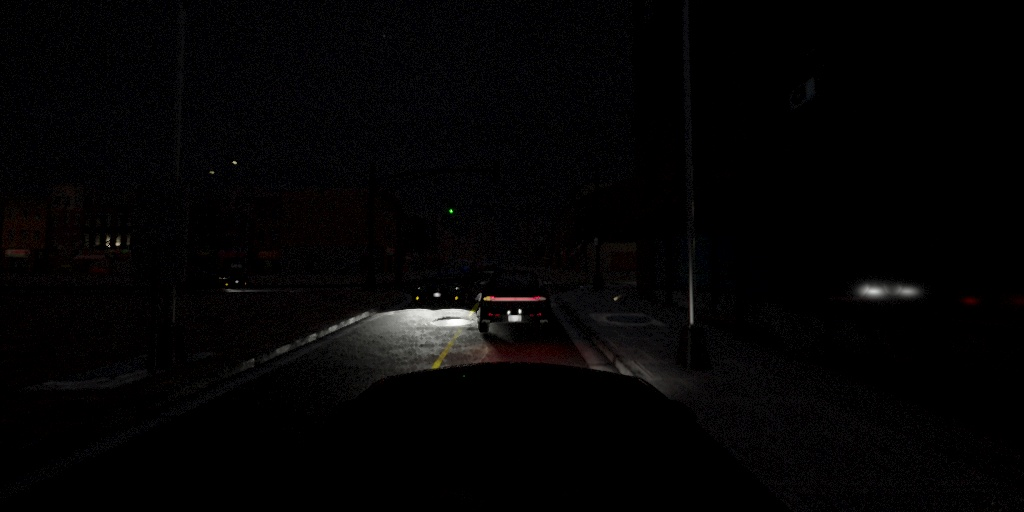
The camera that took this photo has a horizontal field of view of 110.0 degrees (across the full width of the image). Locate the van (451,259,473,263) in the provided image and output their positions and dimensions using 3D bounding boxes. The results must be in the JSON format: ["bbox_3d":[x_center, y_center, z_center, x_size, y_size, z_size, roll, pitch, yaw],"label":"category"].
[{"bbox_3d":[-5.336,1.246,36.326,1.690,1.789,3.998,0,0,0],"label":"van"}]

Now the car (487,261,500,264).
[{"bbox_3d":[-2.701,1.791,60.499,2.033,1.411,5.357,0,-1,0],"label":"car"}]

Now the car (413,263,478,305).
[{"bbox_3d":[-2.725,1.185,15.000,1.994,1.385,4.181,0,1,0],"label":"car"}]

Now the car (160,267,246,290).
[{"bbox_3d":[-17.985,1.333,20.846,4.181,1.385,1.994,0,-3,0],"label":"car"}]

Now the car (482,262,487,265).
[{"bbox_3d":[-5.336,1.755,55.208,1.888,1.381,4.507,0,0,0],"label":"car"}]

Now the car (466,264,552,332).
[{"bbox_3d":[0.064,1.177,10.586,2.128,1.511,4.902,0,1,0],"label":"car"}]

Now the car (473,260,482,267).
[{"bbox_3d":[-5.336,1.350,44.630,2.192,1.841,5.009,0,0,0],"label":"car"}]

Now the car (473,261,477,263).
[{"bbox_3d":[-5.336,1.507,39.646,2.007,1.370,4.403,0,0,0],"label":"car"}]
